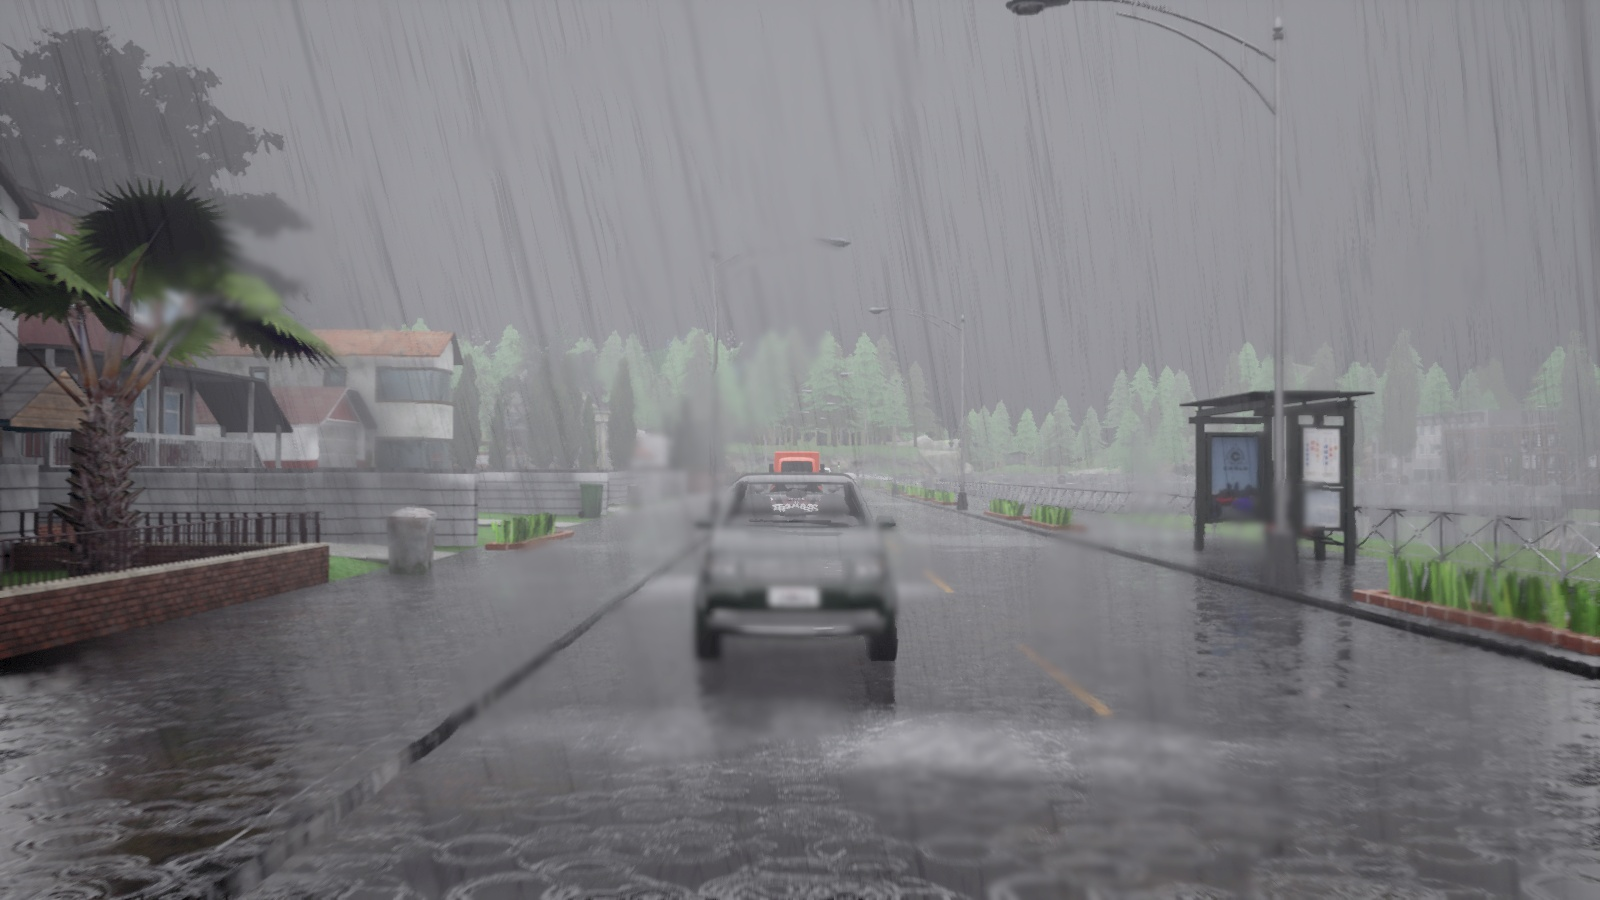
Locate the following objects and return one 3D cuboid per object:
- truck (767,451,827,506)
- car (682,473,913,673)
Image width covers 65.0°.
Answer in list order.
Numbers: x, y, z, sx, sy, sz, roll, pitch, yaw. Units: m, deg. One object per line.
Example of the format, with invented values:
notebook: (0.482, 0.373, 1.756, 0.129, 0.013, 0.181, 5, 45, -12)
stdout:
truck: (-0.140, 1.309, 58.561, 2.627, 2.467, 5.204, 0, -1, 0)
car: (-0.028, 0.988, 11.616, 1.789, 1.549, 3.705, 0, -1, 0)
